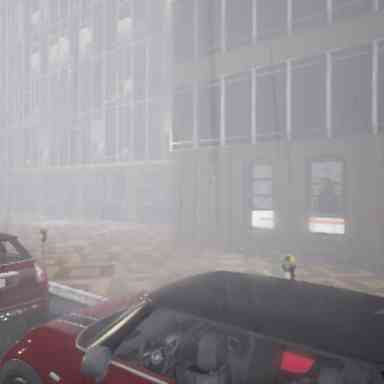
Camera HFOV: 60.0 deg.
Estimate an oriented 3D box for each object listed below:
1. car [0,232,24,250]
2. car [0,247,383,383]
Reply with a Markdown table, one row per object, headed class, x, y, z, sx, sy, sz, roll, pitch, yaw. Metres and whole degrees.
| class | x | y | z | sx | sy | sz | roll | pitch | yaw |
| --- | --- | --- | --- | --- | --- | --- | --- | --- | --- |
| car | -4.481 | 1.381 | 6.073 | 4.097 | 1.590 | 1.967 | 1 | 0 | 36 |
| car | 0.153 | 1.429 | 2.767 | 4.097 | 1.590 | 1.967 | 1 | 0 | 36 |
